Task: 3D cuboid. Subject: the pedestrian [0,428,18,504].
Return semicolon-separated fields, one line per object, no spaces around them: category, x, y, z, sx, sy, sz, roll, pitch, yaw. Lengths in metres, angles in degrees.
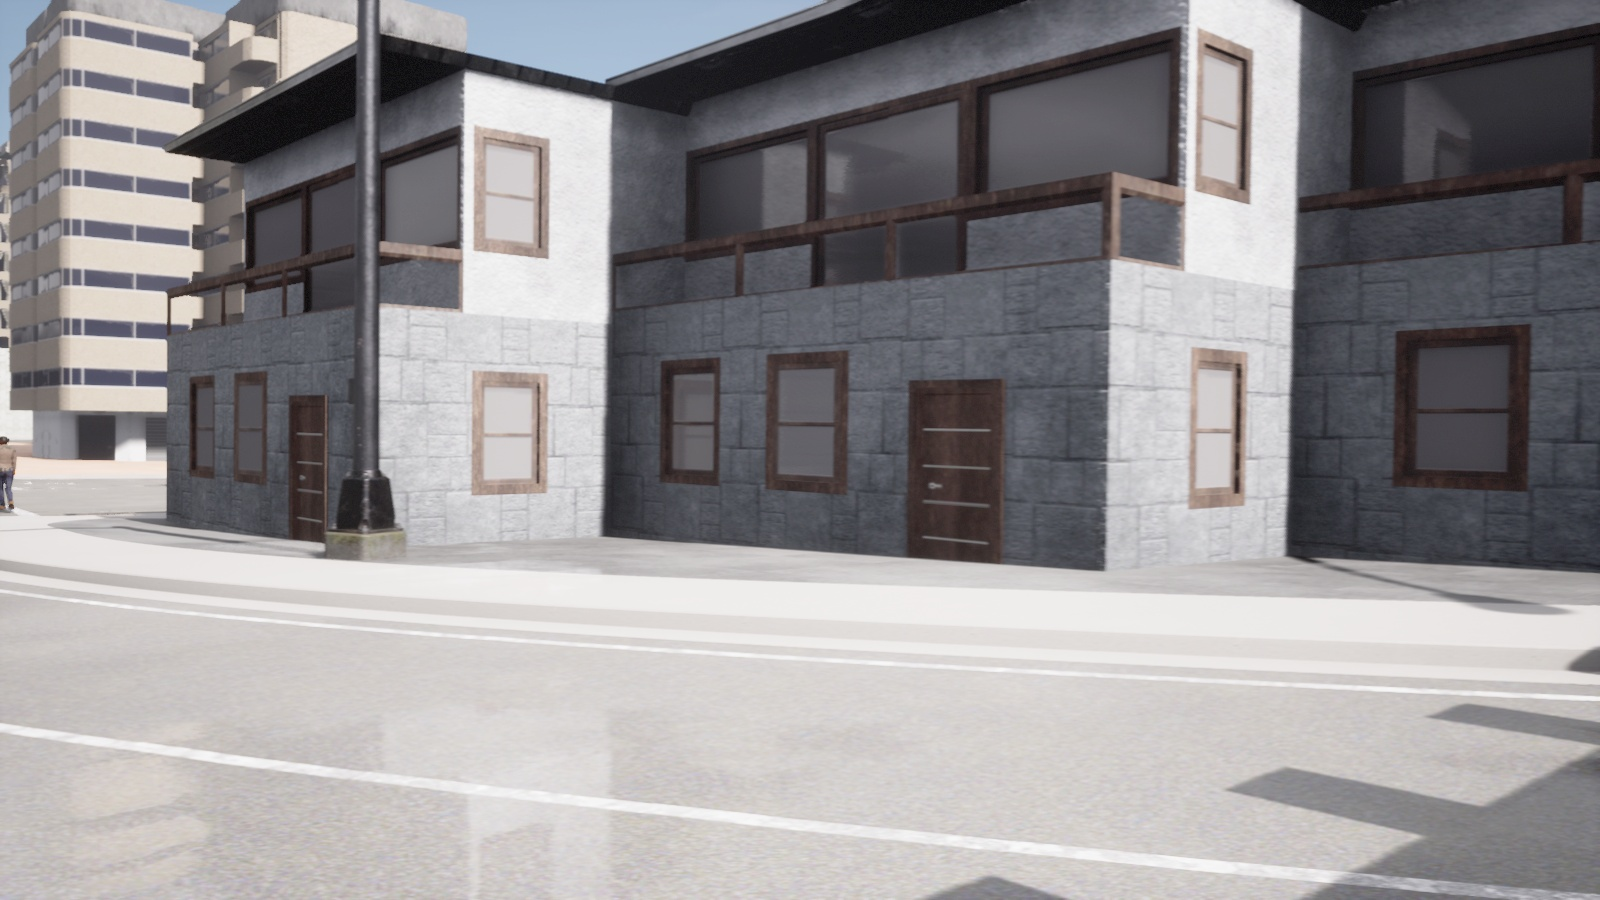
pedestrian;-19.451;0.382;30.741;0.869;1.805;0.328;2;2;44
